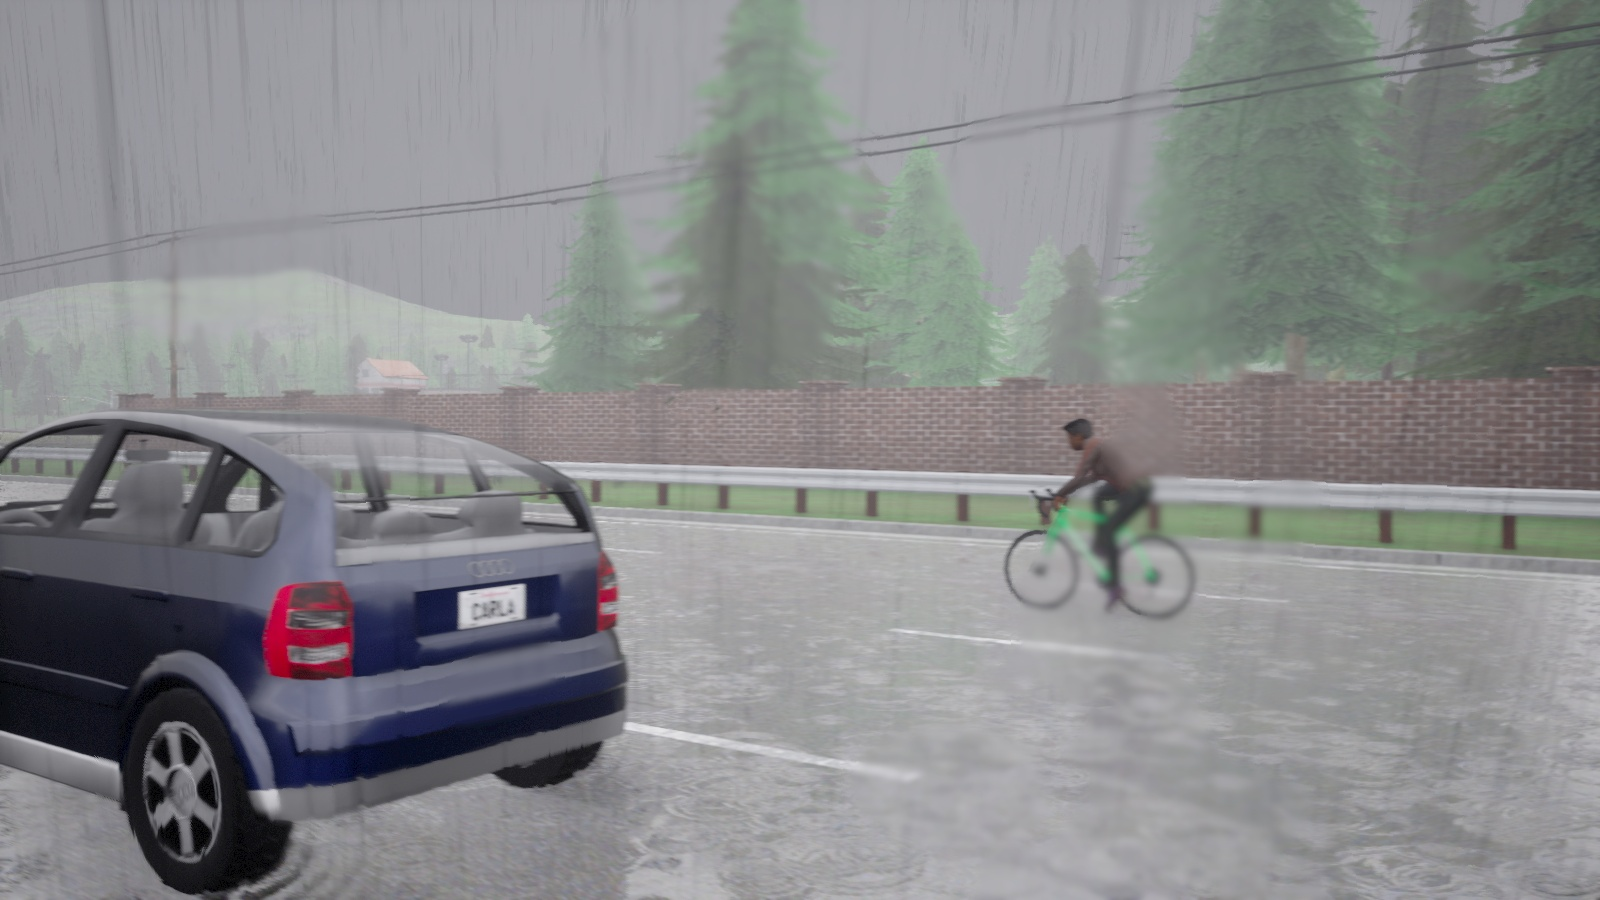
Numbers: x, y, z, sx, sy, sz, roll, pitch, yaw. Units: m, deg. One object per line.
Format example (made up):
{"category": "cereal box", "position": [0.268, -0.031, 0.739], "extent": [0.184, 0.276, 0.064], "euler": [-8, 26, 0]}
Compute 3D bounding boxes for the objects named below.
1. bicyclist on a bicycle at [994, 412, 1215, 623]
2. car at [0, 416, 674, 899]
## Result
{"category": "bicyclist on a bicycle", "position": [2.497, 0.520, 10.366], "extent": [1.656, 1.620, 0.582], "euler": [0, 1, 34]}
{"category": "car", "position": [-2.553, 0.661, 5.319], "extent": [3.705, 1.549, 1.789], "euler": [0, 1, 34]}
